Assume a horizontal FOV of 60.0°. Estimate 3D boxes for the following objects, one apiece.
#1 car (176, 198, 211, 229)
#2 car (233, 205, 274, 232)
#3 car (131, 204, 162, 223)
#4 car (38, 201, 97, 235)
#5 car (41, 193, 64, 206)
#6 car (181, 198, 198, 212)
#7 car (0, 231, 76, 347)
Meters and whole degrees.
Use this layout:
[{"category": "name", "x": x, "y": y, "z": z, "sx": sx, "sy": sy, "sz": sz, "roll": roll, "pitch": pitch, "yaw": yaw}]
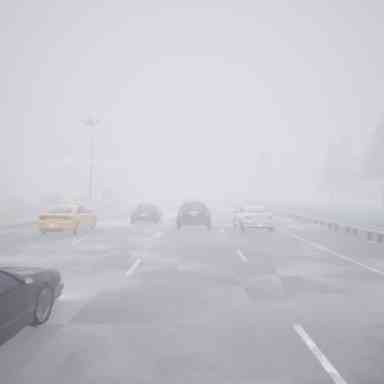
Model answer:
[{"category": "car", "x": 0.111, "y": 1.353, "z": 21.803, "sx": 2.097, "sy": 1.767, "sz": 4.553, "roll": 0, "pitch": 0, "yaw": 0}, {"category": "car", "x": 3.610, "y": 1.527, "z": 19.895, "sx": 1.812, "sy": 1.442, "sz": 4.674, "roll": 0, "pitch": 0, "yaw": 0}, {"category": "car", "x": -3.391, "y": 1.566, "z": 25.233, "sx": 1.994, "sy": 1.385, "sz": 4.181, "roll": 0, "pitch": 0, "yaw": 0}, {"category": "car", "x": -6.889, "y": 1.479, "z": 18.898, "sx": 1.882, "sy": 1.535, "sz": 5.008, "roll": 0, "pitch": 0, "yaw": 0}, {"category": "car", "x": -22.896, "y": 1.226, "z": 54.782, "sx": 2.150, "sy": 2.045, "sz": 5.566, "roll": 0, "pitch": 0, "yaw": -7}, {"category": "car", "x": -0.324, "y": 1.507, "z": 40.721, "sx": 1.837, "sy": 1.490, "sz": 4.892, "roll": 0, "pitch": 0, "yaw": -3}, {"category": "car", "x": -3.397, "y": 1.548, "z": 4.002, "sx": 2.033, "sy": 1.411, "sz": 5.357, "roll": 0, "pitch": 0, "yaw": 0}]
